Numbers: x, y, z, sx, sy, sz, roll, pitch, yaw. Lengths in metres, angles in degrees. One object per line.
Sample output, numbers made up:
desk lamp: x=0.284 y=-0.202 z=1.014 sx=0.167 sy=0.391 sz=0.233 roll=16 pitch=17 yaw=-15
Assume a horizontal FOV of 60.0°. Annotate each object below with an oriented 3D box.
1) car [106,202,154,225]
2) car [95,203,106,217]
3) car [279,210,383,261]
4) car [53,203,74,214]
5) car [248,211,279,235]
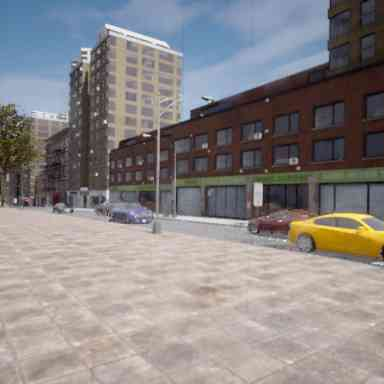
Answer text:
car: x=-4.855 y=1.618 z=26.658 sx=2.097 sy=1.767 sz=4.553 roll=1 pitch=-2 yaw=-35
car: x=-9.794 y=2.018 z=38.725 sx=2.128 sy=1.511 sz=4.902 roll=1 pitch=-2 yaw=-35
car: x=5.767 y=1.509 z=11.655 sx=1.882 sy=1.535 sz=5.008 roll=1 pitch=-1 yaw=-35
car: x=-17.145 y=2.150 z=44.162 sx=1.812 sy=1.442 sz=4.674 roll=1 pitch=-2 yaw=-35
car: x=5.059 y=1.673 z=17.755 sx=1.812 sy=1.442 sz=4.674 roll=1 pitch=-1 yaw=-35
